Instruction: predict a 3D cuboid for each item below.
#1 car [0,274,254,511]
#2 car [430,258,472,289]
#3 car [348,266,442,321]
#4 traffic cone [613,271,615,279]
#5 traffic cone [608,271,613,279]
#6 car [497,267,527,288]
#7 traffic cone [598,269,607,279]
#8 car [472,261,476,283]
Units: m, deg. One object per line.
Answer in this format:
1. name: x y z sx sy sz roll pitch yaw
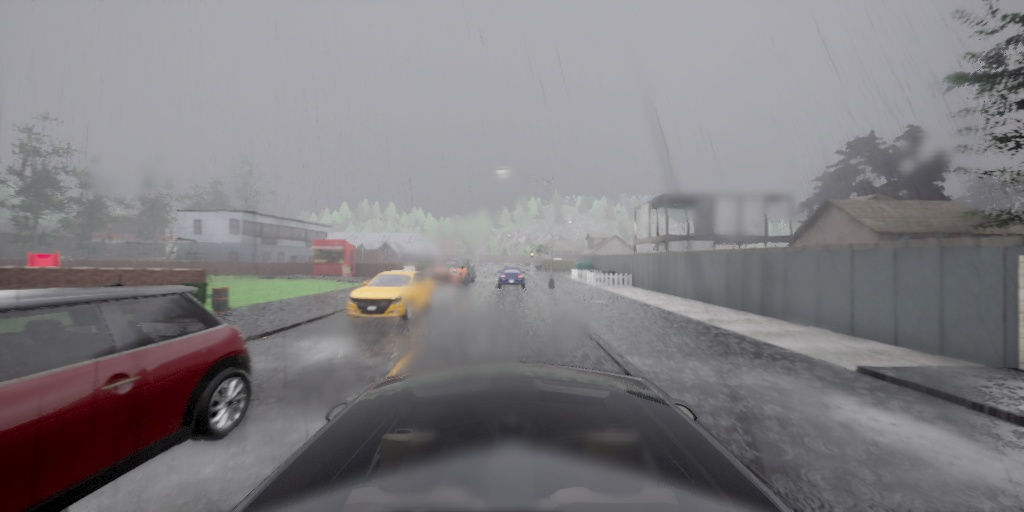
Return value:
1. car: -4.097 1.057 2.312 2.097 1.767 4.553 1 0 0
2. car: -4.009 0.964 22.500 2.097 1.767 4.553 1 -1 0
3. car: -4.103 1.281 12.995 1.882 1.535 5.008 1 -1 0
4. traffic cone: 11.713 2.077 42.536 0.344 0.586 0.344 0 0 0
5. traffic cone: 11.352 2.064 41.966 0.344 0.586 0.344 0 0 0
6. car: -0.021 1.520 26.135 1.812 1.442 4.674 1 -1 0
7. traffic cone: 10.354 2.066 40.925 0.344 0.586 0.344 0 0 0
8. car: -4.073 1.159 27.502 2.150 2.045 5.566 1 -1 0
